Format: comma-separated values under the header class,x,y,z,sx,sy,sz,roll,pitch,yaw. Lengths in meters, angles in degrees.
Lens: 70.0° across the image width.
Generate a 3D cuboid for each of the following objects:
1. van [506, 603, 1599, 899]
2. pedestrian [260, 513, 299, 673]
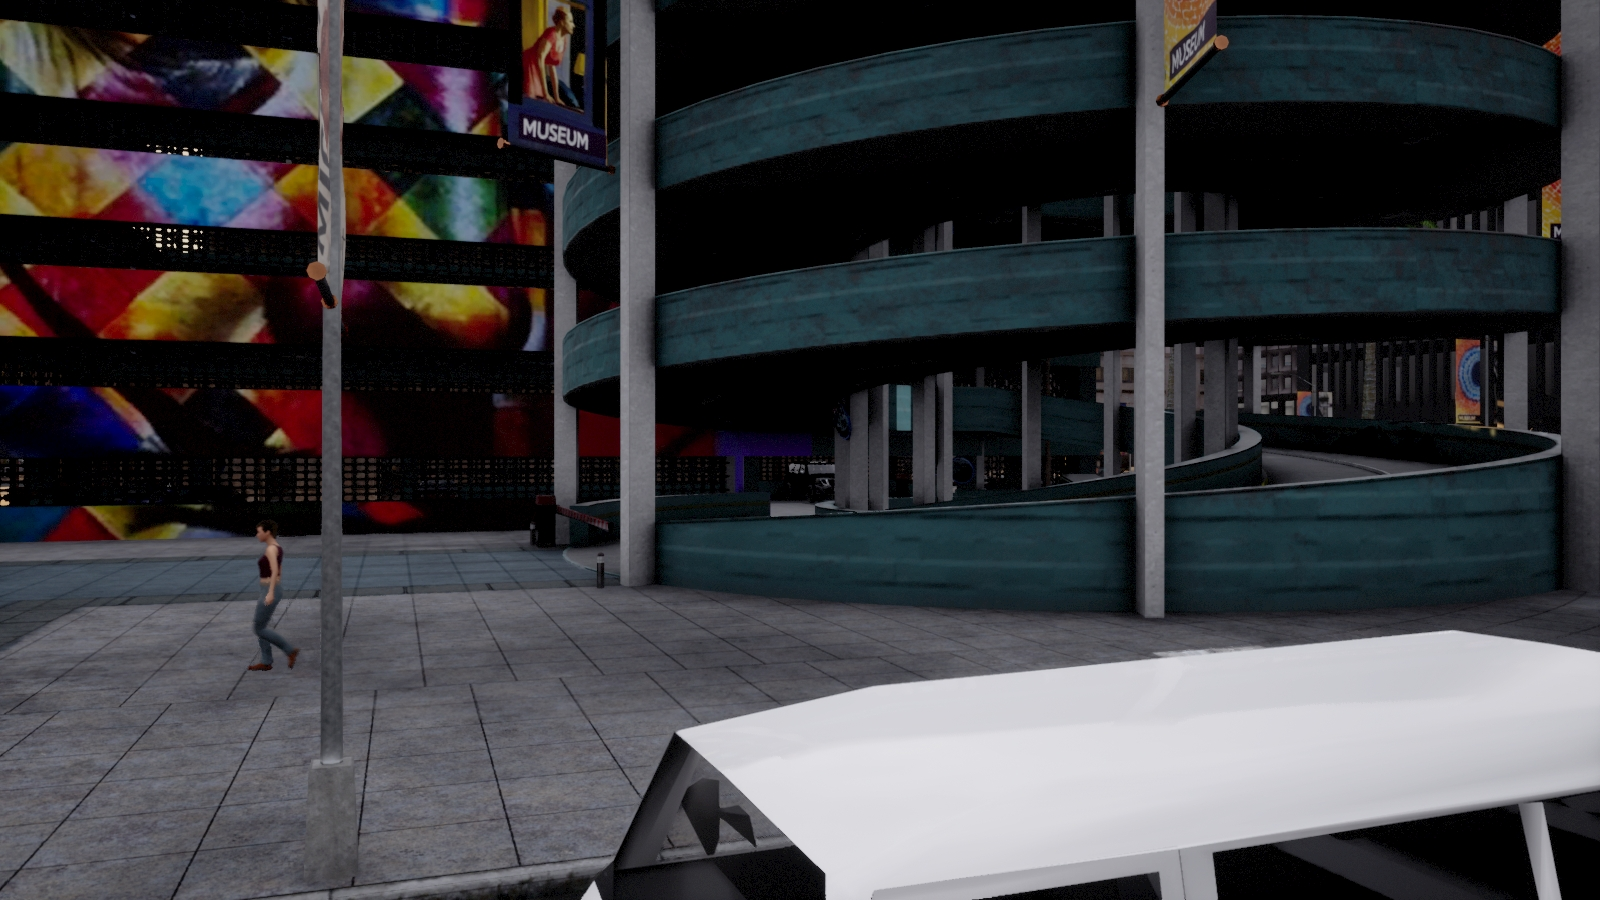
class,x,y,z,sx,sy,sz,roll,pitch,yaw
van,1.427,1.781,3.851,4.480,2.038,2.069,0,0,-21
pedestrian,-6.233,1.696,13.688,0.375,1.860,0.375,0,0,-16
